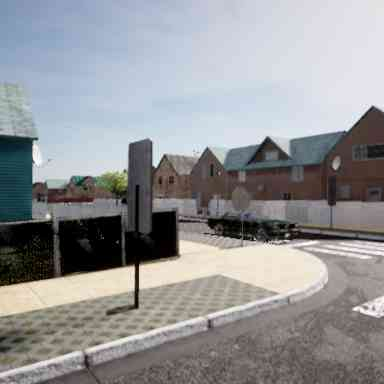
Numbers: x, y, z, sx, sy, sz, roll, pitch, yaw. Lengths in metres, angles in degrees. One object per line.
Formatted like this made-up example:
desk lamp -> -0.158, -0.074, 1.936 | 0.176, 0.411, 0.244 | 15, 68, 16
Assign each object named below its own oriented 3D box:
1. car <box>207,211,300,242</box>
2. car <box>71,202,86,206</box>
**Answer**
car -> 2.870, 1.592, 16.282 | 1.895, 1.301, 4.718 | 1, -1, -35
car -> -13.778, 1.863, 39.811 | 1.994, 1.385, 4.181 | 1, -1, -35
